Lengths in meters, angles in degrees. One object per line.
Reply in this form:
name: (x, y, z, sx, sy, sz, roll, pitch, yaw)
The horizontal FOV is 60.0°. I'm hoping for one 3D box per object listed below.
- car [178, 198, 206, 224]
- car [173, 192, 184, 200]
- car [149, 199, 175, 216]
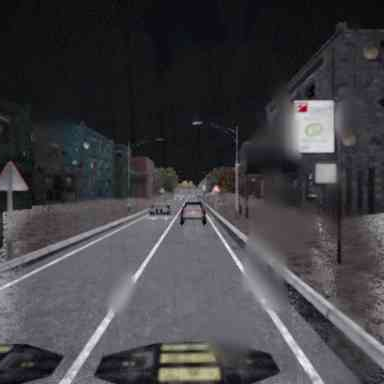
car: (0.096, 1.520, 26.017, 2.033, 1.649, 4.856, 0, 0, 0)
car: (-3.010, 1.074, 74.068, 2.150, 2.045, 5.566, 0, 0, 0)
car: (-3.098, 1.665, 33.303, 1.994, 1.385, 4.181, 0, 0, 0)
